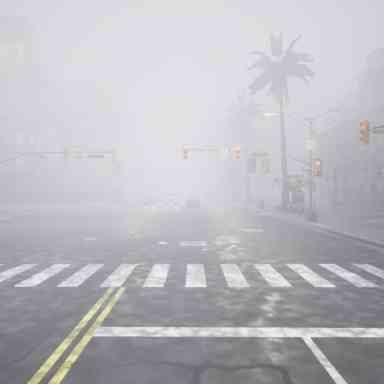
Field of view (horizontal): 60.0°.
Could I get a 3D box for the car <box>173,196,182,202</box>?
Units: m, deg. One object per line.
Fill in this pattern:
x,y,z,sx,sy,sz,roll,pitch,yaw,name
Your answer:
-3.357,1.595,77.148,1.895,1.301,4.718,0,0,0,car

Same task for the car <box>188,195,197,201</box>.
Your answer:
0.032,1.540,85.168,2.033,1.411,5.357,0,0,-4,car

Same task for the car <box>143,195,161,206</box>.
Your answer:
-6.936,1.352,56.353,2.097,1.767,4.553,0,0,1,car

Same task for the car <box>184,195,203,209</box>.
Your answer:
0.156,1.477,46.589,1.882,1.535,5.008,0,0,1,car

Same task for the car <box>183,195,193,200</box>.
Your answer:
-1.203,1.524,95.421,1.812,1.442,4.674,0,0,-12,car

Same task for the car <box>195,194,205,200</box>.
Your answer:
2.336,1.478,95.489,1.882,1.535,5.008,0,0,-12,car

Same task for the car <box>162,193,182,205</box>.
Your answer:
-3.421,1.221,57.546,2.150,2.045,5.566,0,0,1,car

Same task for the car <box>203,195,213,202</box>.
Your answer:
3.649,1.521,73.804,2.128,1.511,4.902,0,0,0,car

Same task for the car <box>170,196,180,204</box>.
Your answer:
-3.392,1.526,67.055,1.812,1.442,4.674,0,0,1,car

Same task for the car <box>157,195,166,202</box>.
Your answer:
-6.860,1.524,75.133,1.812,1.442,4.674,0,0,0,car
